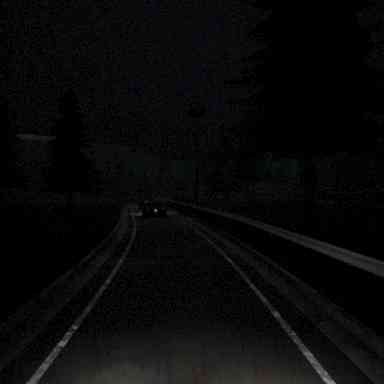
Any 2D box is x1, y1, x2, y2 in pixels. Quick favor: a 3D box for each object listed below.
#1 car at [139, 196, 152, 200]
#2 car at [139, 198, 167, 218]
[{"bbox_3d":[-6.108,1.283,45.041,2.097,1.767,4.553,0,0,-8],"label":"car"},{"bbox_3d":[-3.392,1.516,29.753,1.994,1.385,4.181,0,0,-11],"label":"car"}]
